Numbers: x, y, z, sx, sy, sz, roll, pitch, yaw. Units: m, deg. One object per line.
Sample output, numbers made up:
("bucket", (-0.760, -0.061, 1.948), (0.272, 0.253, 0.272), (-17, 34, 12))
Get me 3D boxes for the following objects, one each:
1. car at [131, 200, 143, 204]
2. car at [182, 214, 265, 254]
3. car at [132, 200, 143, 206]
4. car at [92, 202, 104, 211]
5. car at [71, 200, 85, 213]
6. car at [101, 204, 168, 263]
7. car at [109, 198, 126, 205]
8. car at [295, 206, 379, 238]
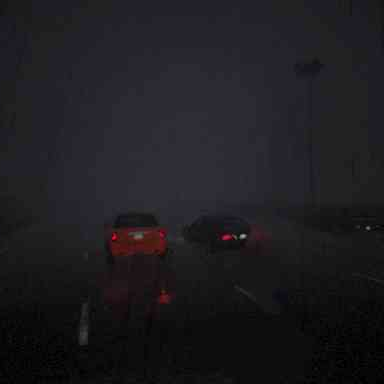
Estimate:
("car", (-10.431, 2.289, 62.685), (2.097, 1.767, 4.553), (-1, -1, -18))
("car", (1.090, 1.673, 14.237), (2.033, 1.411, 5.357), (-1, -1, -17))
("car", (-14.126, 2.805, 85.942), (2.128, 1.511, 4.902), (-1, -1, -18))
("car", (-17.025, 2.585, 60.338), (1.837, 1.490, 4.892), (-1, -1, -18))
("car", (-19.081, 2.583, 55.238), (1.837, 1.490, 4.892), (-1, -1, -18))
("car", (-2.359, 1.554, 13.168), (2.097, 1.767, 4.553), (-1, -1, -16))
("car", (-12.891, 2.180, 58.853), (2.150, 2.045, 5.566), (-1, -1, -18))
("car", (7.380, 1.493, 17.577), (2.128, 1.511, 4.902), (-1, -1, -17))
